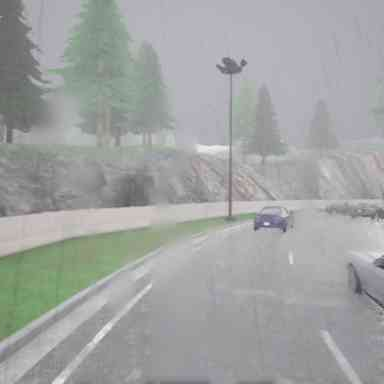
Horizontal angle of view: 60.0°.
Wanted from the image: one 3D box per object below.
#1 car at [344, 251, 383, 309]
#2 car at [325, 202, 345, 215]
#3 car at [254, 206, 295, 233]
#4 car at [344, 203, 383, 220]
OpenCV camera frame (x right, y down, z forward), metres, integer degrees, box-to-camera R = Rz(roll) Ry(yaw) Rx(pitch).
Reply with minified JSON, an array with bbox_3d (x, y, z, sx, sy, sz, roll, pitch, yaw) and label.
[{"bbox_3d":[4.289,1.639,5.876,1.895,1.301,4.718,0,0,8],"label":"car"},{"bbox_3d":[15.968,1.747,35.052,4.718,1.301,1.895,1,0,-44],"label":"car"},{"bbox_3d":[5.060,1.574,20.225,1.812,1.442,4.674,0,0,26],"label":"car"},{"bbox_3d":[15.740,1.690,29.671,2.033,1.411,5.357,0,0,42],"label":"car"}]
